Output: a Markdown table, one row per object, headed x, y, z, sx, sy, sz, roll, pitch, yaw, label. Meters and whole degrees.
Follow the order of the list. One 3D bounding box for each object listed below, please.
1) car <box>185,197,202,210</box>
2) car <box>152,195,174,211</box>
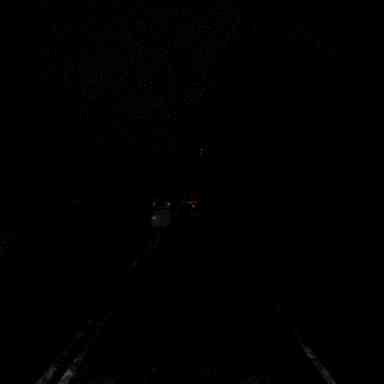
| x | y | z | sx | sy | sz | roll | pitch | yaw | label |
| --- | --- | --- | --- | --- | --- | --- | --- | --- | --- |
| 0.188 | 1.394 | 41.680 | 1.837 | 1.490 | 4.892 | 0 | 0 | 0 | car |
| -3.266 | 1.239 | 37.890 | 2.097 | 1.767 | 4.553 | 0 | 0 | 1 | car |
